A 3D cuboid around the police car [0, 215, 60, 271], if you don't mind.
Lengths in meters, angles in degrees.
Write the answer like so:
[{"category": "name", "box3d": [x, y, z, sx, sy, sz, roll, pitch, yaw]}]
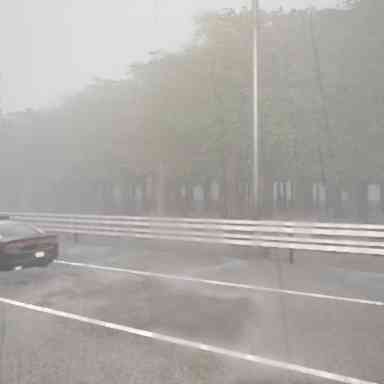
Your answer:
[{"category": "police car", "box3d": [-6.529, 1.585, 10.638, 5.238, 1.638, 1.930, -1, -1, 29]}]
